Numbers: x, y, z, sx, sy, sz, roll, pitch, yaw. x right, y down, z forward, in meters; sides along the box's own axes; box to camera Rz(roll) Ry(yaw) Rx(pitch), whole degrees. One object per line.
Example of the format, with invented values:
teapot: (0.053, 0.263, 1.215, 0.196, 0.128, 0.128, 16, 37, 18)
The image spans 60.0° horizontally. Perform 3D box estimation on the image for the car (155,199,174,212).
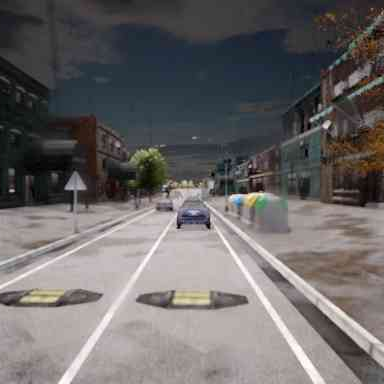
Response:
car: (-3.104, 1.495, 38.406, 1.812, 1.442, 4.674, 0, 0, 0)

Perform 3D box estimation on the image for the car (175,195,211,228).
car: (0.092, 1.324, 22.116, 2.097, 1.767, 4.553, 0, 0, 0)

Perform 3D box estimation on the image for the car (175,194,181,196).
car: (-3.028, 1.177, 79.617, 1.837, 1.490, 4.892, 0, 0, 0)
